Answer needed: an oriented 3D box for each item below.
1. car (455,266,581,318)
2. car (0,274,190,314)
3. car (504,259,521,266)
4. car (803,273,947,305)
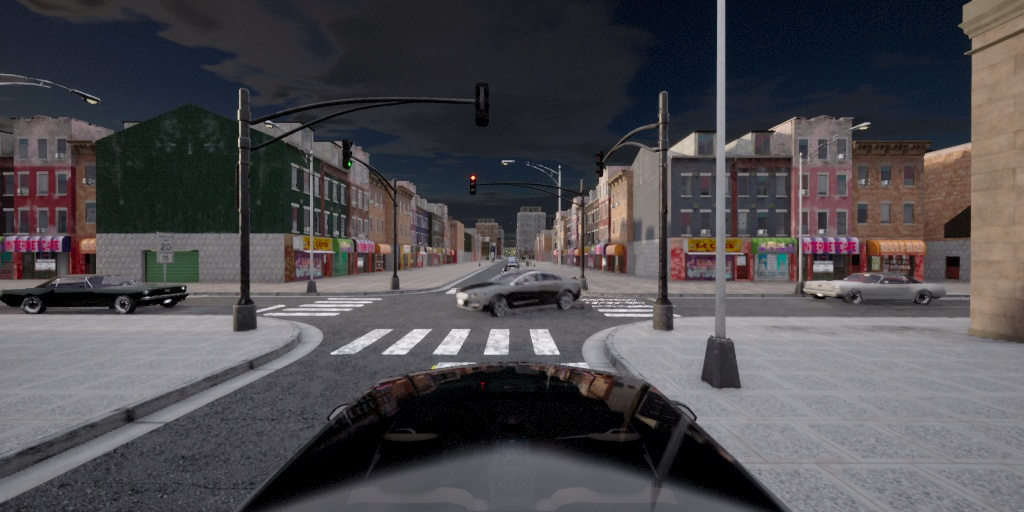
[{"bbox_3d":[0.341,1.246,13.096,4.902,1.511,2.128,0,-1,-33],"label":"car"},{"bbox_3d":[-14.635,1.312,12.851,4.718,1.301,1.895,0,0,-3],"label":"car"},{"bbox_3d":[0.022,1.313,40.639,1.948,1.339,4.313,0,0,0],"label":"car"},{"bbox_3d":[15.789,1.398,15.819,4.718,1.301,1.895,0,0,0],"label":"car"}]
